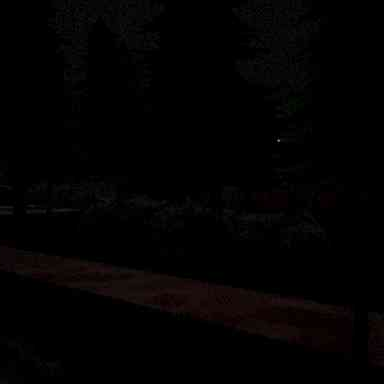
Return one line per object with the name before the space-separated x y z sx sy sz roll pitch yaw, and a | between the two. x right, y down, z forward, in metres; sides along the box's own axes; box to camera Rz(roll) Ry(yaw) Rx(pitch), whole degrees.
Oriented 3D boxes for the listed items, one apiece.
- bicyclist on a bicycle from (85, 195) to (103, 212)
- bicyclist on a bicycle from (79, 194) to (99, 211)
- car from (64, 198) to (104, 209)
bicyclist on a bicycle | -9.514 1.064 32.254 1.656 1.620 0.582 0 0 20
bicyclist on a bicycle | -10.060 1.064 31.754 1.656 1.620 0.582 0 0 13
car | -13.212 1.339 40.985 1.895 1.301 4.718 0 0 34
